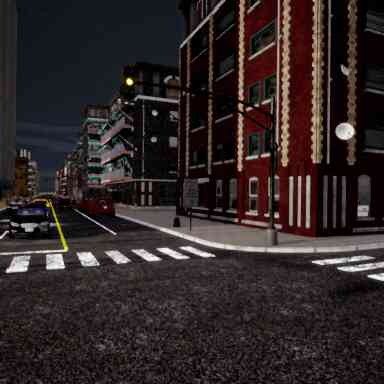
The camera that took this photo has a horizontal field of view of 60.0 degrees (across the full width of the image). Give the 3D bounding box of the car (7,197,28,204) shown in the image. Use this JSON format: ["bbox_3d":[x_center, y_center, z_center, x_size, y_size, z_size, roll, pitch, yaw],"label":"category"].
[{"bbox_3d":[-20.188,1.597,38.266,2.008,1.369,4.403,1,0,-24],"label":"car"}]

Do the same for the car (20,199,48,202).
[{"bbox_3d":[-12.422,1.571,26.687,1.812,1.442,4.674,1,0,-23],"label":"car"}]

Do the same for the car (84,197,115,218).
[{"bbox_3d":[-8.496,1.440,31.156,2.192,1.841,5.009,1,0,-24],"label":"car"}]

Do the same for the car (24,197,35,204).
[{"bbox_3d":[-33.701,1.711,68.983,1.802,1.307,4.206,1,0,-24],"label":"car"}]

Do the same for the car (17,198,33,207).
[{"bbox_3d":[-26.885,1.639,53.650,2.008,1.369,4.403,1,0,-24],"label":"car"}]

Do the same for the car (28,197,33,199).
[{"bbox_3d":[-16.545,1.551,36.329,1.882,1.535,5.008,1,0,-24],"label":"car"}]

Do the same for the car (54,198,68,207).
[{"bbox_3d":[-21.906,1.724,55.530,1.994,1.385,4.181,1,0,-24],"label":"car"}]

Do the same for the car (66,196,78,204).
[{"bbox_3d":[-25.444,1.675,70.410,1.967,1.590,4.097,1,0,-24],"label":"car"}]

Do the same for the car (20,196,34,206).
[{"bbox_3d":[-29.158,1.542,58.759,1.967,1.590,4.097,1,0,-24],"label":"car"}]

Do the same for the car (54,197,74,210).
[{"bbox_3d":[-17.703,1.641,46.131,1.837,1.490,4.892,1,0,-24],"label":"car"}]

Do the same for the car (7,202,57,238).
[{"bbox_3d":[-8.603,1.513,17.850,2.128,1.511,4.902,1,0,-23],"label":"car"}]

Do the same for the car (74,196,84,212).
[{"bbox_3d":[-12.960,1.468,41.412,2.192,1.841,5.009,1,0,-24],"label":"car"}]
